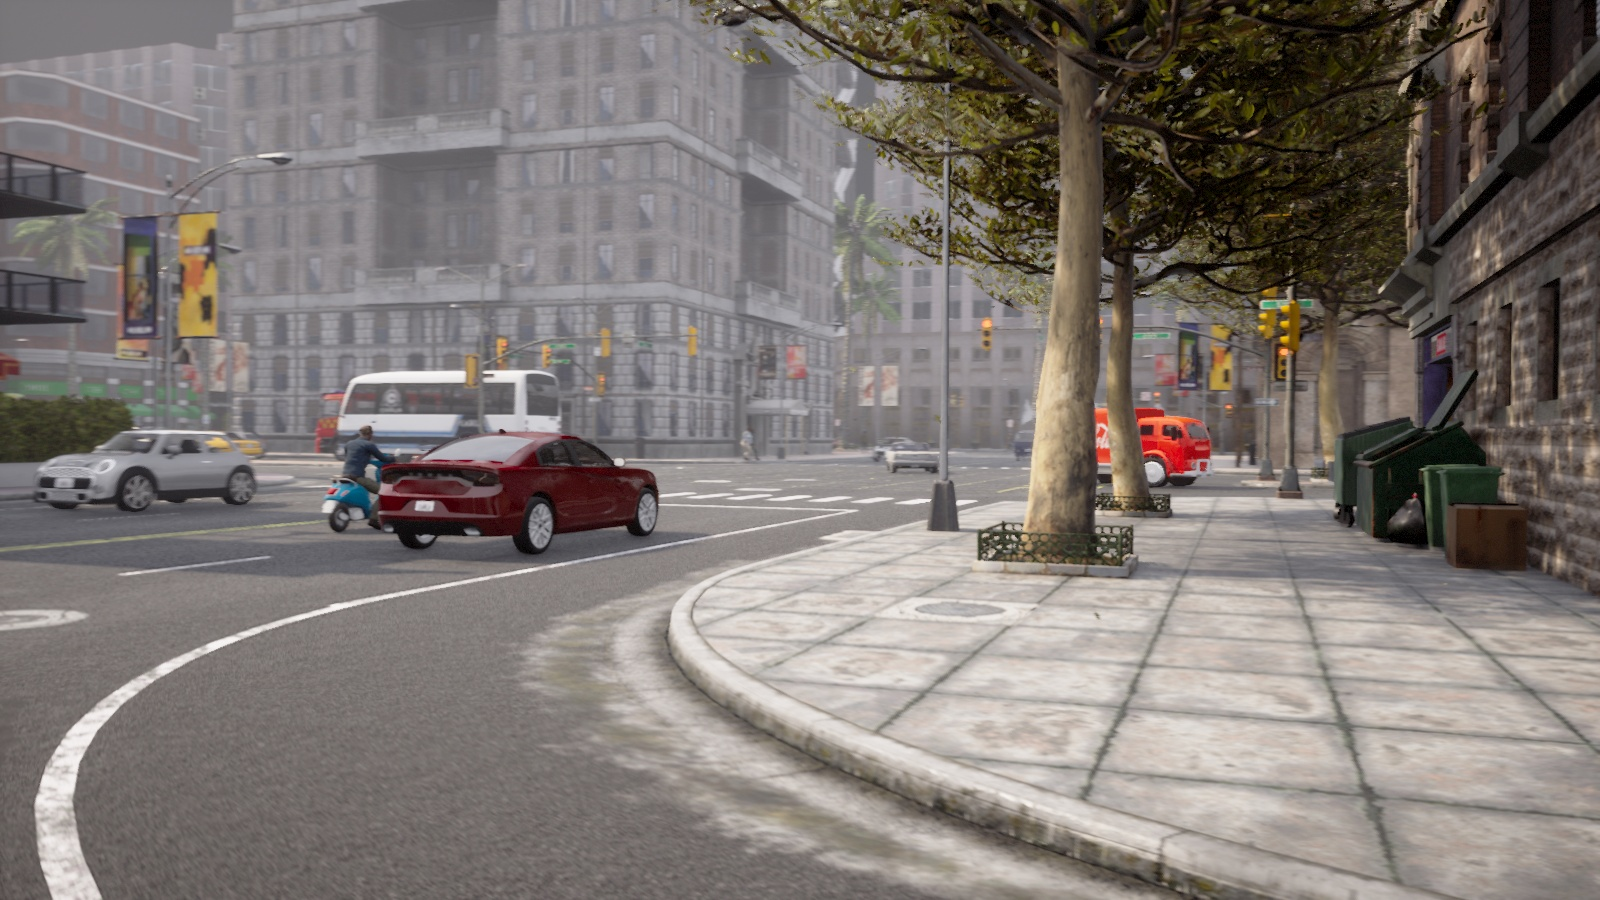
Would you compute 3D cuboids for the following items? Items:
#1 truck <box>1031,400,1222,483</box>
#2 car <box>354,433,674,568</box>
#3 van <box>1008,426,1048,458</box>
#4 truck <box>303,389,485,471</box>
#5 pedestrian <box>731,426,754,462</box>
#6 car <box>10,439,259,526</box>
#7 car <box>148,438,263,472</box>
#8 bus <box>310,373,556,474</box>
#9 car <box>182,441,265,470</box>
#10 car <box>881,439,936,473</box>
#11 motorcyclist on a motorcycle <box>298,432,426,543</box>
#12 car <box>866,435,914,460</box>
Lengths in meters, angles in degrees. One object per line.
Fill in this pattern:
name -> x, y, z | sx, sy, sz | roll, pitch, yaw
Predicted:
truck -> 10.309, -0.281, 39.869 | 5.204, 2.467, 2.627 | 0, 1, 42
car -> -3.597, 0.553, 16.969 | 1.882, 1.535, 5.008 | 0, 1, 18
van -> 14.586, -0.523, 80.208 | 1.775, 1.987, 4.442 | 0, 1, 19
truck -> -19.954, -0.947, 61.702 | 8.468, 3.827, 2.891 | 0, 1, 19
pedestrian -> -3.039, -0.310, 66.244 | 0.900, 1.855, 0.874 | 0, 1, 22
car -> -12.371, 0.540, 23.627 | 1.970, 1.475, 3.806 | 0, 1, 19
car -> -28.962, 0.237, 61.174 | 5.366, 1.575, 1.801 | 0, 1, 19
bus -> -16.598, -1.133, 56.808 | 10.273, 4.253, 3.944 | 0, 1, 19
car -> -29.963, 0.276, 65.238 | 3.633, 1.501, 1.845 | 0, 1, 19
car -> 4.477, 0.217, 52.361 | 1.895, 1.301, 4.718 | 0, 1, 0
motorcyclist on a motorcycle -> -6.579, 0.531, 18.957 | 0.866, 1.590, 1.817 | 0, 1, 19
car -> 5.408, -0.177, 75.111 | 1.970, 1.475, 3.806 | 0, 1, 19
